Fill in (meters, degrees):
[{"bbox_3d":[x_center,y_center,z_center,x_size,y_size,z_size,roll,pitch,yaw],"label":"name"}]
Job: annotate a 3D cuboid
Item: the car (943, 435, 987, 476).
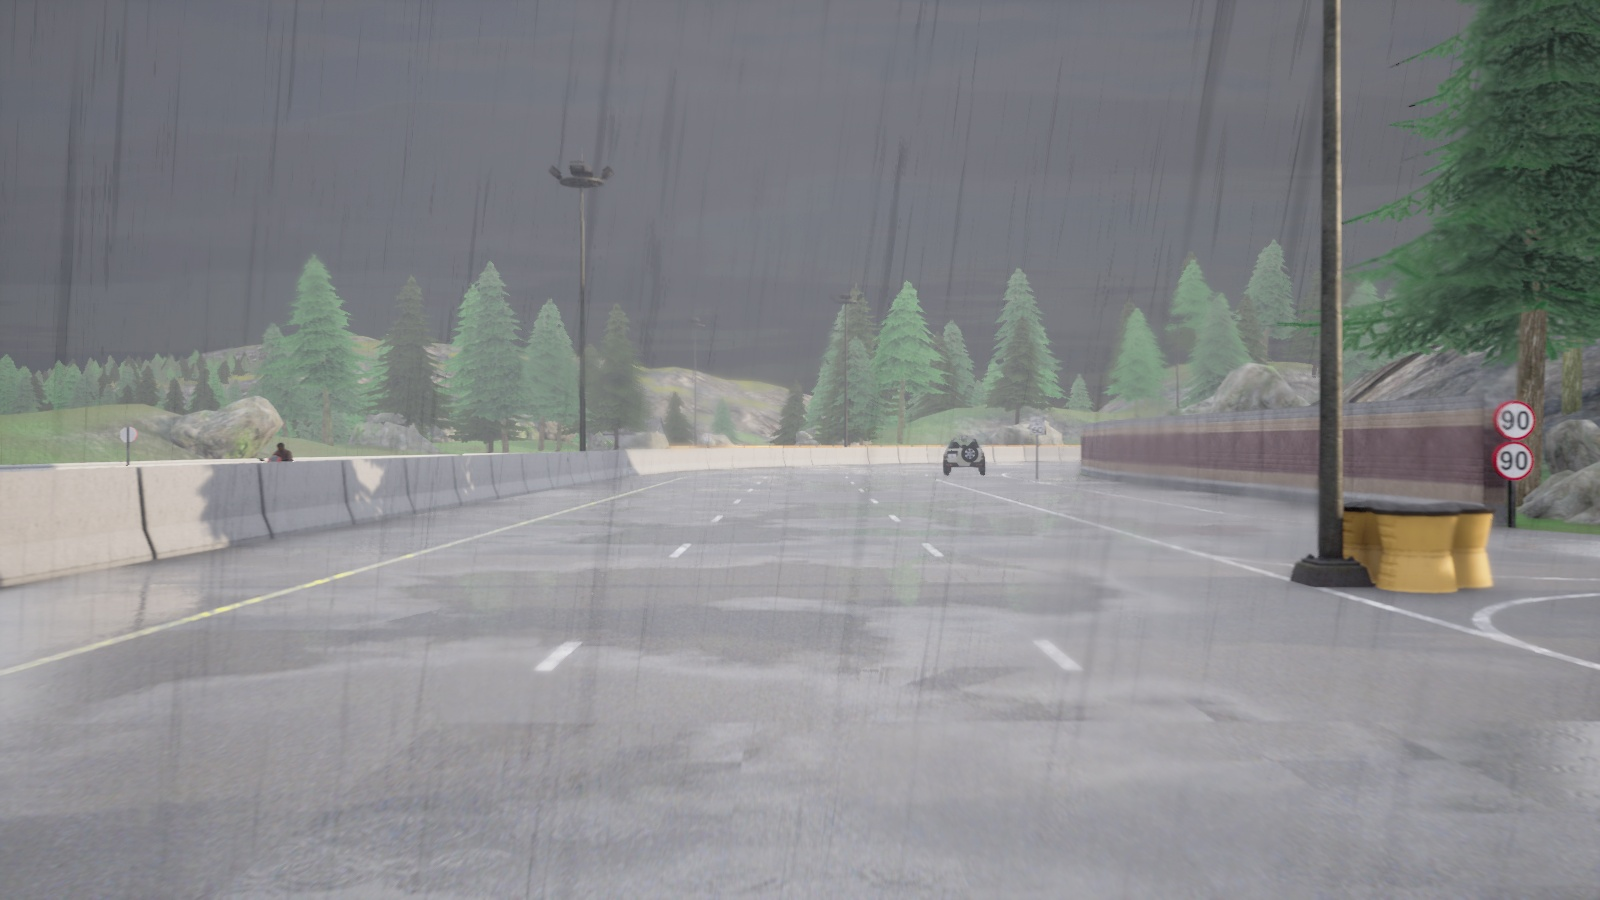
[{"bbox_3d":[7.804,0.236,59.137,1.932,1.855,4.605,-1,0,9],"label":"car"}]
